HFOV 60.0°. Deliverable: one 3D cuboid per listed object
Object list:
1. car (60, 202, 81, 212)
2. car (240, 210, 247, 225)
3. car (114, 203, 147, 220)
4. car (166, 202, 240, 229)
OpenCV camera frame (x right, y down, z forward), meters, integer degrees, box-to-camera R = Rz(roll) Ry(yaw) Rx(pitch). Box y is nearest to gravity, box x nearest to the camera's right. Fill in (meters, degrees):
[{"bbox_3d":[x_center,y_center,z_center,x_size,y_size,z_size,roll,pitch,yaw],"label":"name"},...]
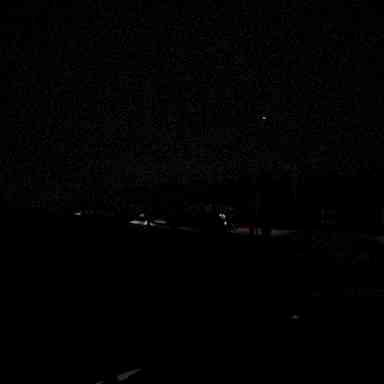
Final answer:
[{"bbox_3d":[-17.863,2.157,48.850,2.033,1.411,5.357,1,-1,-35],"label":"car"},{"bbox_3d":[2.057,1.726,25.335,1.882,1.535,5.008,1,-1,-33],"label":"car"},{"bbox_3d":[-5.818,1.851,31.796,2.128,1.511,4.902,1,-1,-35],"label":"car"},{"bbox_3d":[0.572,1.555,22.390,4.553,1.767,2.097,-1,-1,25],"label":"car"}]
